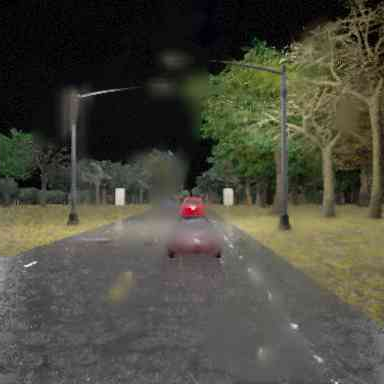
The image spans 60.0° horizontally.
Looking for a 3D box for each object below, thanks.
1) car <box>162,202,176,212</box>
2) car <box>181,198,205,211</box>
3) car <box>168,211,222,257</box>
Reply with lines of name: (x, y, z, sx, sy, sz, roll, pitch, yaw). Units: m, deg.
car: (-3.561, 2.242, 52.237, 1.882, 1.535, 5.008, 0, -1, 0)
car: (0.105, 1.617, 32.002, 2.150, 2.045, 5.566, 0, -1, 0)
car: (0.102, 1.702, 13.555, 1.994, 1.385, 4.181, 0, -1, 0)
